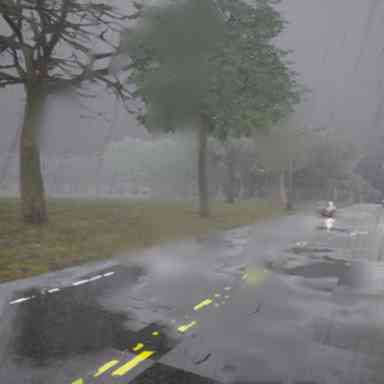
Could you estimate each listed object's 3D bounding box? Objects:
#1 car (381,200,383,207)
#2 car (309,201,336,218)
[{"bbox_3d":[40.232,2.398,68.393,1.882,1.535,5.008,0,-1,29],"label":"car"},{"bbox_3d":[13.350,1.684,33.913,2.097,1.767,4.553,1,0,30],"label":"car"}]
